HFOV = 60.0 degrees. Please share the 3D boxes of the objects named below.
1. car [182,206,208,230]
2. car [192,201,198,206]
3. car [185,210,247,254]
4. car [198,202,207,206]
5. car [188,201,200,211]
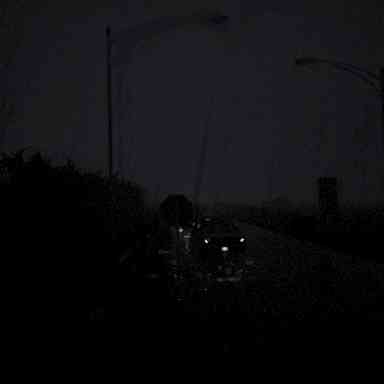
[{"bbox_3d":[0.220,2.008,24.699,1.895,1.301,4.718,-1,-1,-5],"label":"car"},{"bbox_3d":[-0.869,2.132,37.917,2.128,1.511,4.902,-1,-1,-5],"label":"car"},{"bbox_3d":[1.016,1.784,15.085,2.033,1.411,5.357,-1,-1,-5],"label":"car"},{"bbox_3d":[1.151,2.251,49.002,1.882,1.535,5.008,-1,-1,-4],"label":"car"},{"bbox_3d":[0.320,2.451,58.869,1.837,1.490,4.892,-1,-1,-4],"label":"car"}]
